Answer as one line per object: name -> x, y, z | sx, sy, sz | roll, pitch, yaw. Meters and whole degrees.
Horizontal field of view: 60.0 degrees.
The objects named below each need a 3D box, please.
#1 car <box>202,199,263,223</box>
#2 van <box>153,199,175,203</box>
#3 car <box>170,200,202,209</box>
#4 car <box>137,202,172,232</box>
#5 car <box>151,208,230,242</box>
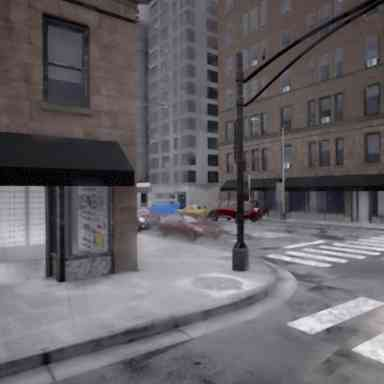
car -> 3.468, 1.510, 27.088 | 2.192, 1.841, 5.009 | -1, 0, -36
van -> -2.963, 1.677, 36.022 | 1.690, 1.788, 3.998 | -1, 0, -36
car -> 0.158, 1.793, 31.694 | 1.752, 1.417, 4.829 | -1, 0, -36
car -> -3.447, 1.699, 22.107 | 1.967, 1.590, 4.097 | -1, 0, -36
car -> -0.227, 1.772, 17.639 | 1.802, 1.307, 4.206 | -1, 0, -36
